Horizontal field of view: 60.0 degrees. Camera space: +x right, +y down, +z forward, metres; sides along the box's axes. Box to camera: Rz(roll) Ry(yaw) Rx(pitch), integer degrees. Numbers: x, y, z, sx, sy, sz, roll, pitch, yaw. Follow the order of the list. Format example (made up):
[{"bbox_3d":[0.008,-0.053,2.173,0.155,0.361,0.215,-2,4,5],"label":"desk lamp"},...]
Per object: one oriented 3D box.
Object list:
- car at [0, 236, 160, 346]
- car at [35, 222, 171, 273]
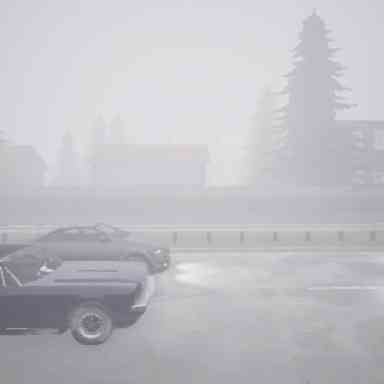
[{"bbox_3d":[-3.017,1.598,5.662,4.718,1.301,1.895,0,0,-2],"label":"car"},{"bbox_3d":[-2.681,1.553,9.173,4.181,1.385,1.994,0,0,-2],"label":"car"}]
